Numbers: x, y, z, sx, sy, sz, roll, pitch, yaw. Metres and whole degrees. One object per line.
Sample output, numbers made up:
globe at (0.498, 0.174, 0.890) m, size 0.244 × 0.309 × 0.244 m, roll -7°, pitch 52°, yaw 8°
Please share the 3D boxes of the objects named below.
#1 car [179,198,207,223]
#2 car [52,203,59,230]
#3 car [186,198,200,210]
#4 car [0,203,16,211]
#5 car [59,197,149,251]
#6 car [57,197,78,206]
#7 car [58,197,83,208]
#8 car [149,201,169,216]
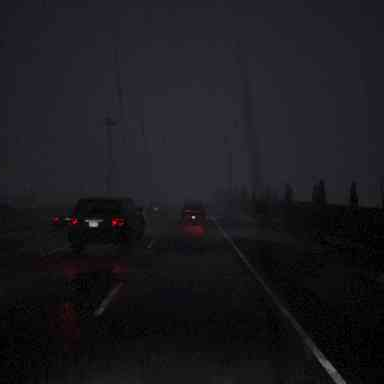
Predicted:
car at (0.108, 1.506, 25.679) m, size 1.837 × 1.490 × 4.892 m, roll 0°, pitch 0°, yaw 0°
car at (-6.894, 1.548, 20.842) m, size 2.033 × 1.411 × 5.357 m, roll 0°, pitch 0°, yaw 0°
car at (0.114, 1.530, 42.979) m, size 1.812 × 1.442 × 4.674 m, roll 0°, pitch 0°, yaw 0°
car at (-14.084, 1.507, 23.073) m, size 1.837 × 1.490 × 4.892 m, roll 0°, pitch 0°, yaw 0°
car at (-3.396, 1.220, 14.162) m, size 2.150 × 2.045 × 5.566 m, roll 0°, pitch 0°, yaw 0°
car at (-21.012, 1.590, 56.373) m, size 1.994 × 1.385 × 4.181 m, roll 0°, pitch 0°, yaw -1°
car at (-17.512, 1.534, 48.102) m, size 1.812 × 1.442 × 4.674 m, roll 0°, pitch 0°, yaw 1°
car at (-3.389, 1.567, 33.262) m, size 1.994 × 1.385 × 4.181 m, roll 0°, pitch 0°, yaw 0°
